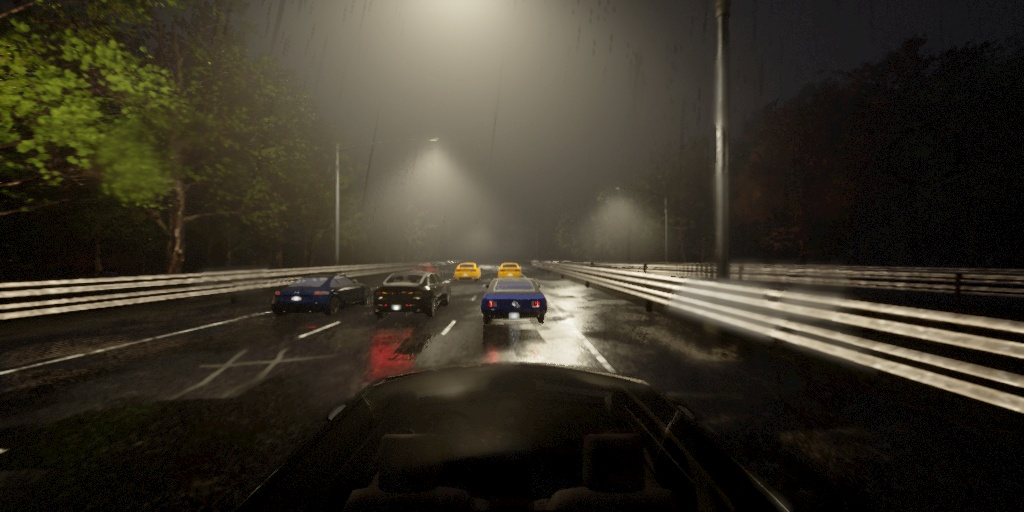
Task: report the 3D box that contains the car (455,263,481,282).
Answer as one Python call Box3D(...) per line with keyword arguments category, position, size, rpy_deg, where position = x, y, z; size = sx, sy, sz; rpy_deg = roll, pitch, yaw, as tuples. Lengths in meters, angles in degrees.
Box3D(category="car", position=(-3.709, 1.324, 30.574), size=(1.882, 1.535, 5.008), rpy_deg=(0, 0, -1))

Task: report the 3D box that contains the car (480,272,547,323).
Box3D(category="car", position=(0.048, 1.381, 12.230), size=(1.895, 1.301, 4.718), rpy_deg=(0, 0, 0))

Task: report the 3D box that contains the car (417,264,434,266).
Box3D(category="car", position=(-7.198, 1.371, 30.004), size=(1.812, 1.442, 4.674), rpy_deg=(0, 0, -1))

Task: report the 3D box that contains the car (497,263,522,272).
Box3D(category="car", position=(-0.206, 1.322, 30.473), size=(1.882, 1.535, 5.008), rpy_deg=(0, 0, -1))

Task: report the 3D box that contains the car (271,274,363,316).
Box3D(category="car", position=(-6.966, 1.350, 13.562), size=(1.994, 1.385, 4.181), rpy_deg=(0, 0, 0))

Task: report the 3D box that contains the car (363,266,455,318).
Box3D(category="car", position=(-3.462, 1.289, 13.096), size=(1.837, 1.490, 4.892), rpy_deg=(0, 0, 0))
